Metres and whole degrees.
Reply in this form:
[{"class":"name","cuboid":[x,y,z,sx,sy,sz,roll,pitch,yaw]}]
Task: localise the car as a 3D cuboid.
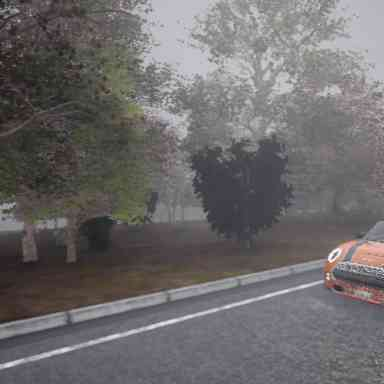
[{"class":"car","cuboid":[5.053,1.353,7.595,4.553,1.767,2.097,0,0,-35]}]
